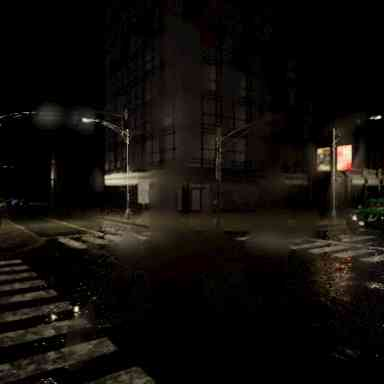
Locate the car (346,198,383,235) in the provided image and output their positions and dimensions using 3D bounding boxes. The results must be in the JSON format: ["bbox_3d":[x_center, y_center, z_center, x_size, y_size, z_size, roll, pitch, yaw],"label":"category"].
[{"bbox_3d":[11.561,1.402,19.900,5.566,2.045,2.150,1,0,-35],"label":"car"}]

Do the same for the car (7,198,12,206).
[{"bbox_3d":[-31.674,1.763,59.375,2.033,1.411,5.357,0,0,-36],"label":"car"}]

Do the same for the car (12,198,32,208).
[{"bbox_3d":[-25.953,1.785,51.162,1.895,1.301,4.718,0,0,-35],"label":"car"}]
